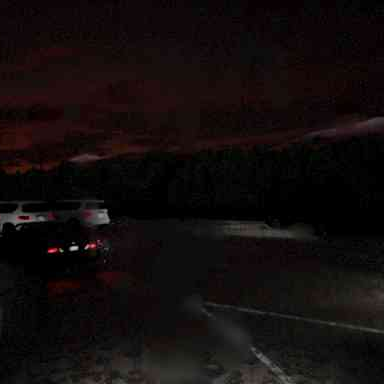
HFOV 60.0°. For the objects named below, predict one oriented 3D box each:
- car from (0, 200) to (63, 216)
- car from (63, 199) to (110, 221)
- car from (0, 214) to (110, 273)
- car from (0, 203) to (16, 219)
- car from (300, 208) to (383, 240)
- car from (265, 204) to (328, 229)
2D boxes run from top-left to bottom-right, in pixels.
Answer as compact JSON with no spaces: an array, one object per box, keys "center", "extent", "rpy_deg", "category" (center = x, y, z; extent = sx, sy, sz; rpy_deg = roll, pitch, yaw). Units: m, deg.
[{"center":[-10.218,1.510,18.656],"extent":[5.566,2.045,2.150],"rpy_deg":[-1,0,29],"category":"car"},{"center":[-7.852,1.502,21.356],"extent":[5.566,2.045,2.150],"rpy_deg":[-1,0,28],"category":"car"},{"center":[-5.170,1.709,11.341],"extent":[2.033,1.411,5.357],"rpy_deg":[0,-1,-45],"category":"car"},{"center":[-22.024,2.069,37.007],"extent":[5.008,1.535,1.882],"rpy_deg":[-1,0,28],"category":"car"},{"center":[8.164,1.631,16.648],"extent":[4.718,1.301,1.895],"rpy_deg":[-1,-1,28],"category":"car"},{"center":[7.191,1.558,21.158],"extent":[5.008,1.535,1.882],"rpy_deg":[-1,-1,28],"category":"car"}]
